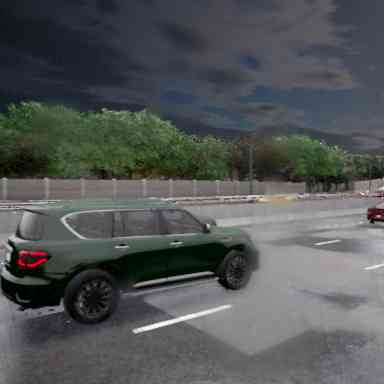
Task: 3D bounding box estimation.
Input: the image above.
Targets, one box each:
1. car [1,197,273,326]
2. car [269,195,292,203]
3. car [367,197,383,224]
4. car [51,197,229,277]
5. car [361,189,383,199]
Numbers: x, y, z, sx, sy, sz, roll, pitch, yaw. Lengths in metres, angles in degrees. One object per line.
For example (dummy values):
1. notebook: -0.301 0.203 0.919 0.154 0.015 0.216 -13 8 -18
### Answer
1. car: -0.995 1.220 7.332 5.566 2.045 2.150 0 0 -35
2. car: 10.304 1.175 41.286 5.008 1.535 1.882 -1 0 -35
3. car: 13.503 1.313 21.899 5.008 1.535 1.882 -1 1 -35
4. car: -1.560 1.217 11.226 5.566 2.045 2.150 0 0 -35
5. car: 27.077 0.623 48.653 5.566 2.045 2.150 -1 1 -35
